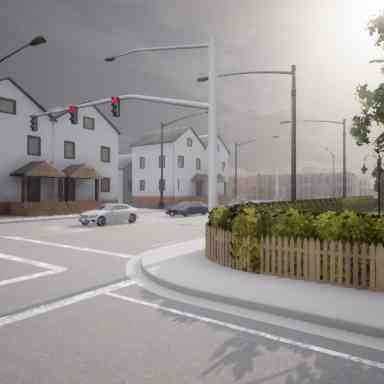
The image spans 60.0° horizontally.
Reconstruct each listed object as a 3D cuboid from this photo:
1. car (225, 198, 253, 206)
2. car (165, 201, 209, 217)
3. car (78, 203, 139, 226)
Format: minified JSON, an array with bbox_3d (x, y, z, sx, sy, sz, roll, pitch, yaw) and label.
[{"bbox_3d":[5.638,1.491,39.910,2.128,1.511,4.902,0,0,35],"label":"car"},{"bbox_3d":[-0.240,1.547,31.421,2.033,1.411,5.357,0,0,35],"label":"car"},{"bbox_3d":[-5.729,1.526,23.473,1.812,1.442,4.674,0,0,35],"label":"car"}]
